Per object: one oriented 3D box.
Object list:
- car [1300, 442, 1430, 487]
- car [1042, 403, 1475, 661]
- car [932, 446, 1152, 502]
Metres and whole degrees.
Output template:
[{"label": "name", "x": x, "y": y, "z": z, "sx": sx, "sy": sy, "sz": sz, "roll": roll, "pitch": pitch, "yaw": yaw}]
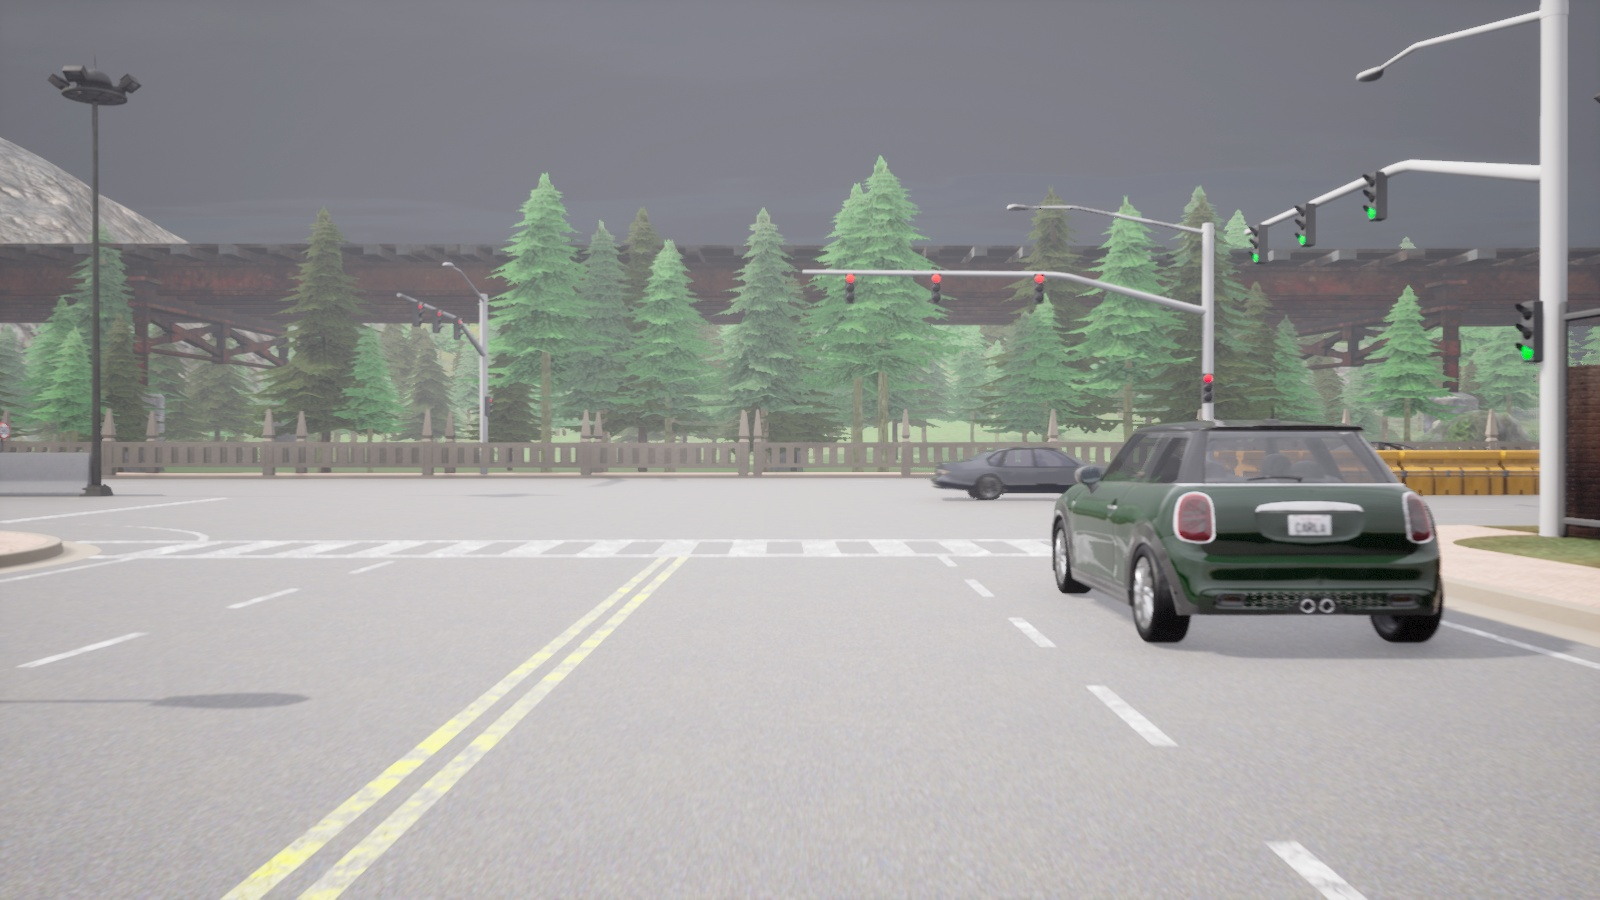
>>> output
[{"label": "car", "x": 19.627, "y": 0.494, "z": 43.735, "sx": 3.705, "sy": 1.549, "sz": 1.789, "roll": 0, "pitch": 0, "yaw": -1}, {"label": "car", "x": 3.578, "y": 0.547, "z": 10.872, "sx": 2.097, "sy": 1.767, "sz": 4.553, "roll": 0, "pitch": 0, "yaw": 0}, {"label": "car", "x": 6.249, "y": 0.614, "z": 32.894, "sx": 5.357, "sy": 1.411, "sz": 2.033, "roll": 0, "pitch": 0, "yaw": -1}]
